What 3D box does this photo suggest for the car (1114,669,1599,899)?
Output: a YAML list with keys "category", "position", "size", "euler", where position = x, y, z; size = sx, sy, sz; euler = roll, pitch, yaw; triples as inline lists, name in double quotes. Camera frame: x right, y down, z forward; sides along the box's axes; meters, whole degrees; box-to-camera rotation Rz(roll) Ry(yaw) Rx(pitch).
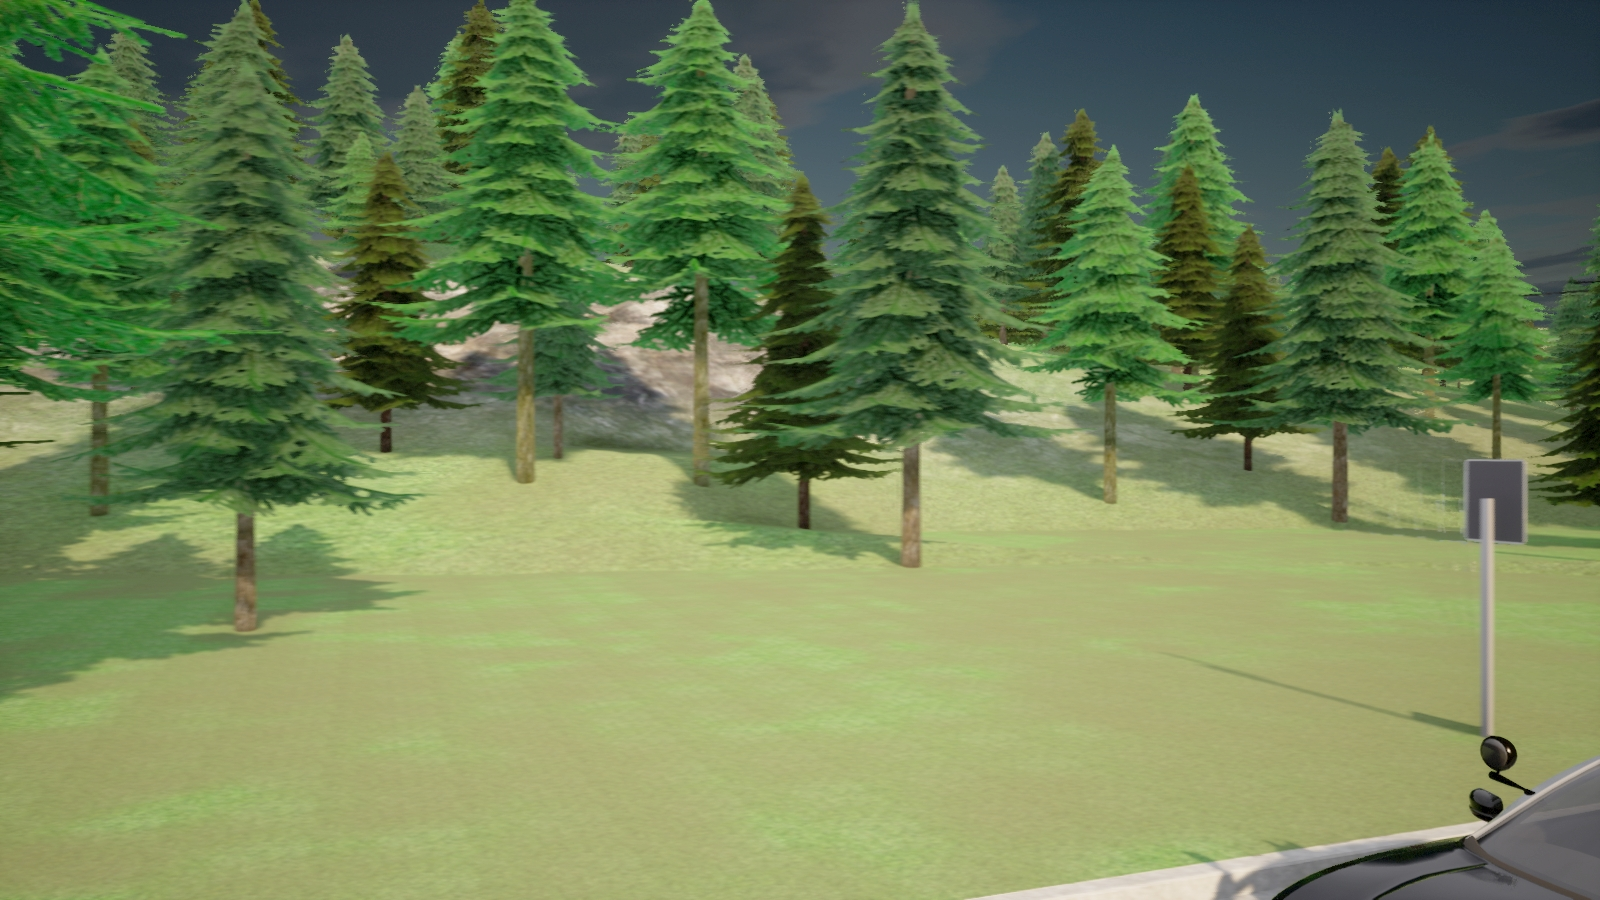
- category: "car"
  position: [4.203, 1.982, 4.941]
  size: [5.238, 1.638, 2.097]
  euler: [0, 0, -20]
